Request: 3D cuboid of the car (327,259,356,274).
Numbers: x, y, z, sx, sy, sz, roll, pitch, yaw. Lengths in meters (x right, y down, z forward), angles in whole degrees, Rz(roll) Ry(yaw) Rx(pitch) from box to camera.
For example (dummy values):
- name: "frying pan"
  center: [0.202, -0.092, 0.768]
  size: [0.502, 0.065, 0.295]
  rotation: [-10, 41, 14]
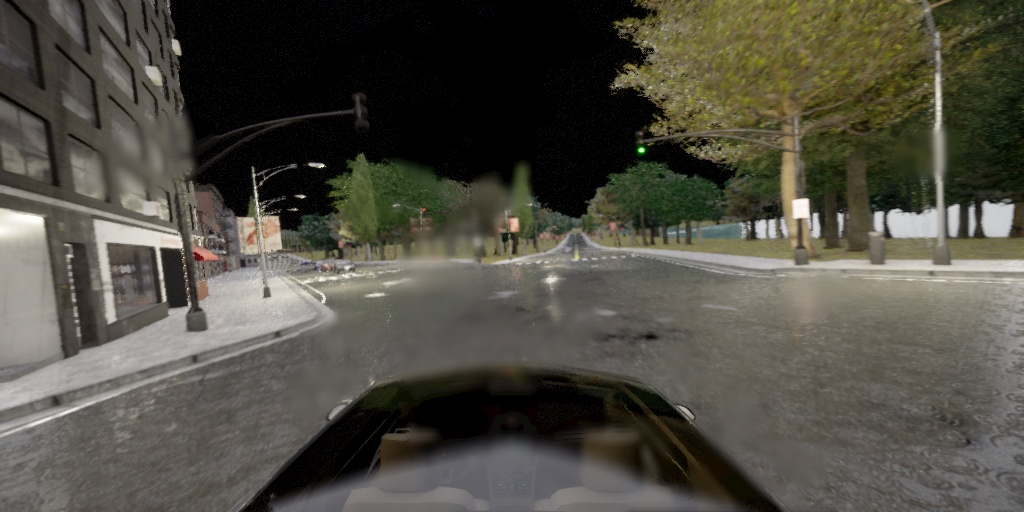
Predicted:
- name: "car"
  center: [-19.104, 1.154, 40.646]
  size: [2.128, 1.511, 4.902]
  rotation: [-7, 3, -34]

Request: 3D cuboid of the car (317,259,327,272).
- name: "car"
  center: [-24.355, 1.153, 48.205]
  size: [2.097, 1.767, 4.553]
  rotation: [-7, 3, -34]

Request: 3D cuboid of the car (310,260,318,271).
- name: "car"
  center: [-29.971, 1.481, 56.443]
  size: [1.812, 1.442, 4.674]
  rotation: [-7, 3, -35]
